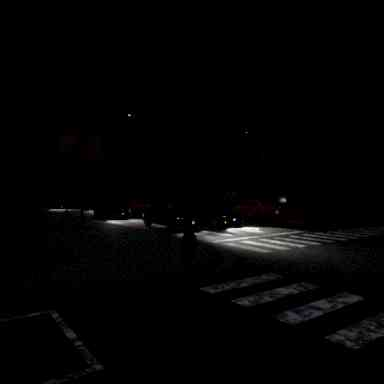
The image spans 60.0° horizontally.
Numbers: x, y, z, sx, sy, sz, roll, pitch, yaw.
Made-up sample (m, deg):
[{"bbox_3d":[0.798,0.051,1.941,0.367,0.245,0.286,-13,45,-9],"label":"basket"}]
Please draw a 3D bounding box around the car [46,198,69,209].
[{"bbox_3d":[-17.646,1.481,43.446,2.033,1.411,5.357,0,0,-35],"label":"car"}]

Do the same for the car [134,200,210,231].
[{"bbox_3d":[-1.376,1.468,20.730,2.128,1.511,4.902,0,0,-36],"label":"car"}]

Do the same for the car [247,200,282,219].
[{"bbox_3d":[5.306,1.438,28.409,1.882,1.535,5.008,0,0,-35],"label":"car"}]

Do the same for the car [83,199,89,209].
[{"bbox_3d":[-11.997,1.463,41.117,1.812,1.442,4.674,0,0,-36],"label":"car"}]

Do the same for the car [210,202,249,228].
[{"bbox_3d":[1.476,1.537,22.328,1.994,1.385,4.181,0,0,-36],"label":"car"}]

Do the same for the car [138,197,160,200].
[{"bbox_3d":[-3.511,1.312,29.272,2.097,1.767,4.553,0,0,-36],"label":"car"}]

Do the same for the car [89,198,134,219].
[{"bbox_3d":[-6.893,1.466,28.408,1.837,1.490,4.892,0,0,-36],"label":"car"}]
